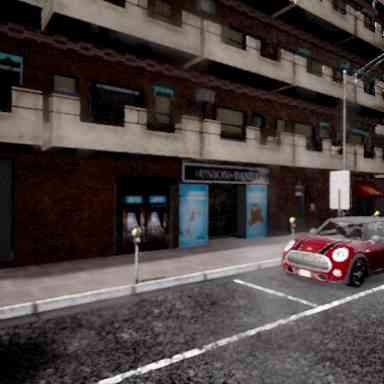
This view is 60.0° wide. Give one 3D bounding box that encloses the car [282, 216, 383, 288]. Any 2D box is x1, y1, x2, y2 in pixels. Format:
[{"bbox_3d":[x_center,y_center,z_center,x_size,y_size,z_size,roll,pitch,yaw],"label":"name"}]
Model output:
[{"bbox_3d":[4.360,1.439,9.203,4.097,1.590,1.967,0,0,-36],"label":"car"}]
